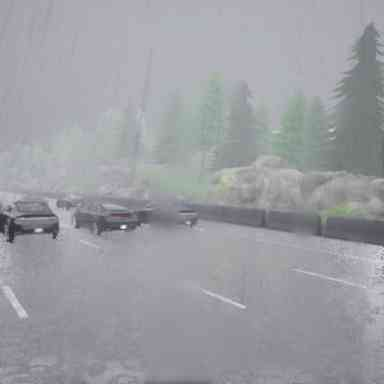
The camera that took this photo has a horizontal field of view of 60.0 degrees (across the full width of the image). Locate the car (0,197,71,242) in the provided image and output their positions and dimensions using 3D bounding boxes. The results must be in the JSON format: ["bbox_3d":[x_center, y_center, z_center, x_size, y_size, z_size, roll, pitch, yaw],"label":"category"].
[{"bbox_3d":[-7.210,1.165,14.420,2.128,1.511,4.902,1,1,-37],"label":"car"}]

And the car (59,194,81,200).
[{"bbox_3d":[-11.435,0.925,31.536,1.812,1.442,4.674,1,1,-37],"label":"car"}]

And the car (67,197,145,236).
[{"bbox_3d":[-4.481,1.229,16.613,1.837,1.490,4.892,1,1,-37],"label":"car"}]

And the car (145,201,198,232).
[{"bbox_3d":[-1.657,1.271,18.680,2.128,1.511,4.902,1,1,-37],"label":"car"}]

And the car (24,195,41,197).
[{"bbox_3d":[-13.984,0.919,29.105,1.994,1.385,4.181,1,1,-37],"label":"car"}]
